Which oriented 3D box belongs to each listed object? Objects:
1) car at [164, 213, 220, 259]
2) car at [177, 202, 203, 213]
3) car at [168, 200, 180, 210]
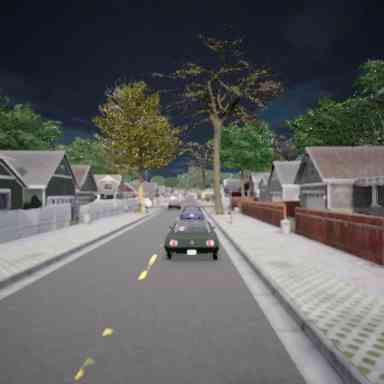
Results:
[{"bbox_3d":[0.017,1.738,13.247,1.895,1.301,4.718,0,-1,0],"label":"car"},{"bbox_3d":[0.020,1.861,28.547,1.994,1.385,4.181,0,-1,1],"label":"car"},{"bbox_3d":[-2.790,2.021,52.809,1.882,1.535,5.008,0,-1,1],"label":"car"}]
